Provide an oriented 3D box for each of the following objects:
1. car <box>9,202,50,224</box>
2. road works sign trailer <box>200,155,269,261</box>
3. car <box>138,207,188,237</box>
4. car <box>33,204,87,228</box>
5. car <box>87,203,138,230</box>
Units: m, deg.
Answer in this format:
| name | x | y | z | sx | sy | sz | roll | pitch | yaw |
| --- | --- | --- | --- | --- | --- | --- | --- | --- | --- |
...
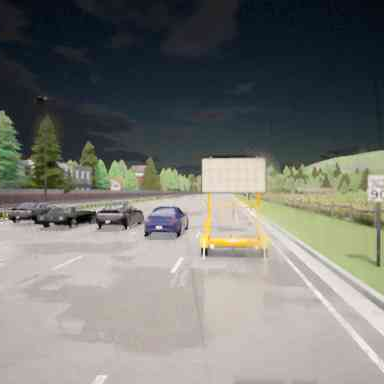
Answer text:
| name | x | y | z | sx | sy | sz | roll | pitch | yaw |
| --- | --- | --- | --- | --- | --- | --- | --- | --- | --- |
| car | -11.185 | 1.467 | 24.307 | 2.128 | 1.511 | 4.902 | 0 | 0 | 6 |
| road works sign trailer | 1.537 | 0.452 | 12.345 | 2.380 | 3.560 | 2.880 | 0 | 0 | 6 |
| car | -1.306 | 1.508 | 17.958 | 1.812 | 1.442 | 4.674 | 0 | 0 | 6 |
| car | -7.946 | 1.579 | 21.646 | 1.895 | 1.301 | 4.718 | 0 | 0 | 6 |
| car | -4.477 | 1.471 | 21.165 | 2.128 | 1.511 | 4.902 | 0 | 0 | 6 |
